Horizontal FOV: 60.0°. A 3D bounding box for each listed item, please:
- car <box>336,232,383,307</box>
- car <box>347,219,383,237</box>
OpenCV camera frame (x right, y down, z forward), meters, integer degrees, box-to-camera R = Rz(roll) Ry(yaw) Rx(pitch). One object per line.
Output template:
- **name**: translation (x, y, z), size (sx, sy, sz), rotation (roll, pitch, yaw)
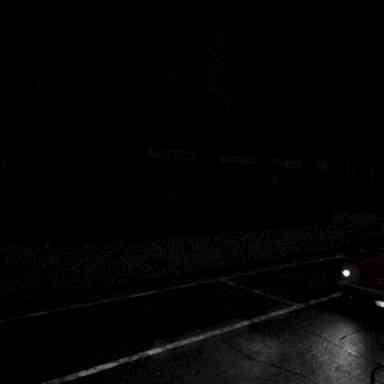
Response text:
- **car**: translation (5.116, 1.650, 7.030), size (4.718, 1.301, 1.895), rotation (0, 0, -35)
- **car**: translation (7.222, 1.621, 11.804), size (4.507, 1.381, 1.887), rotation (0, 0, -35)
